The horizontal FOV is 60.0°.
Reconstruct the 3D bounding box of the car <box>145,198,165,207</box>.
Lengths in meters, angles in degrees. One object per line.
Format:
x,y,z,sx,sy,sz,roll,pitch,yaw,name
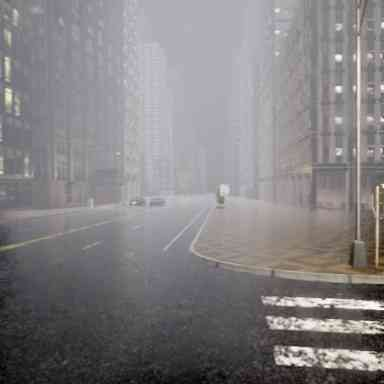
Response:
-5.540,1.605,53.610,2.033,1.411,5.357,0,0,5,car

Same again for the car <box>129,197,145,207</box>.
-8.777,1.567,53.901,2.128,1.511,4.902,0,0,5,car
